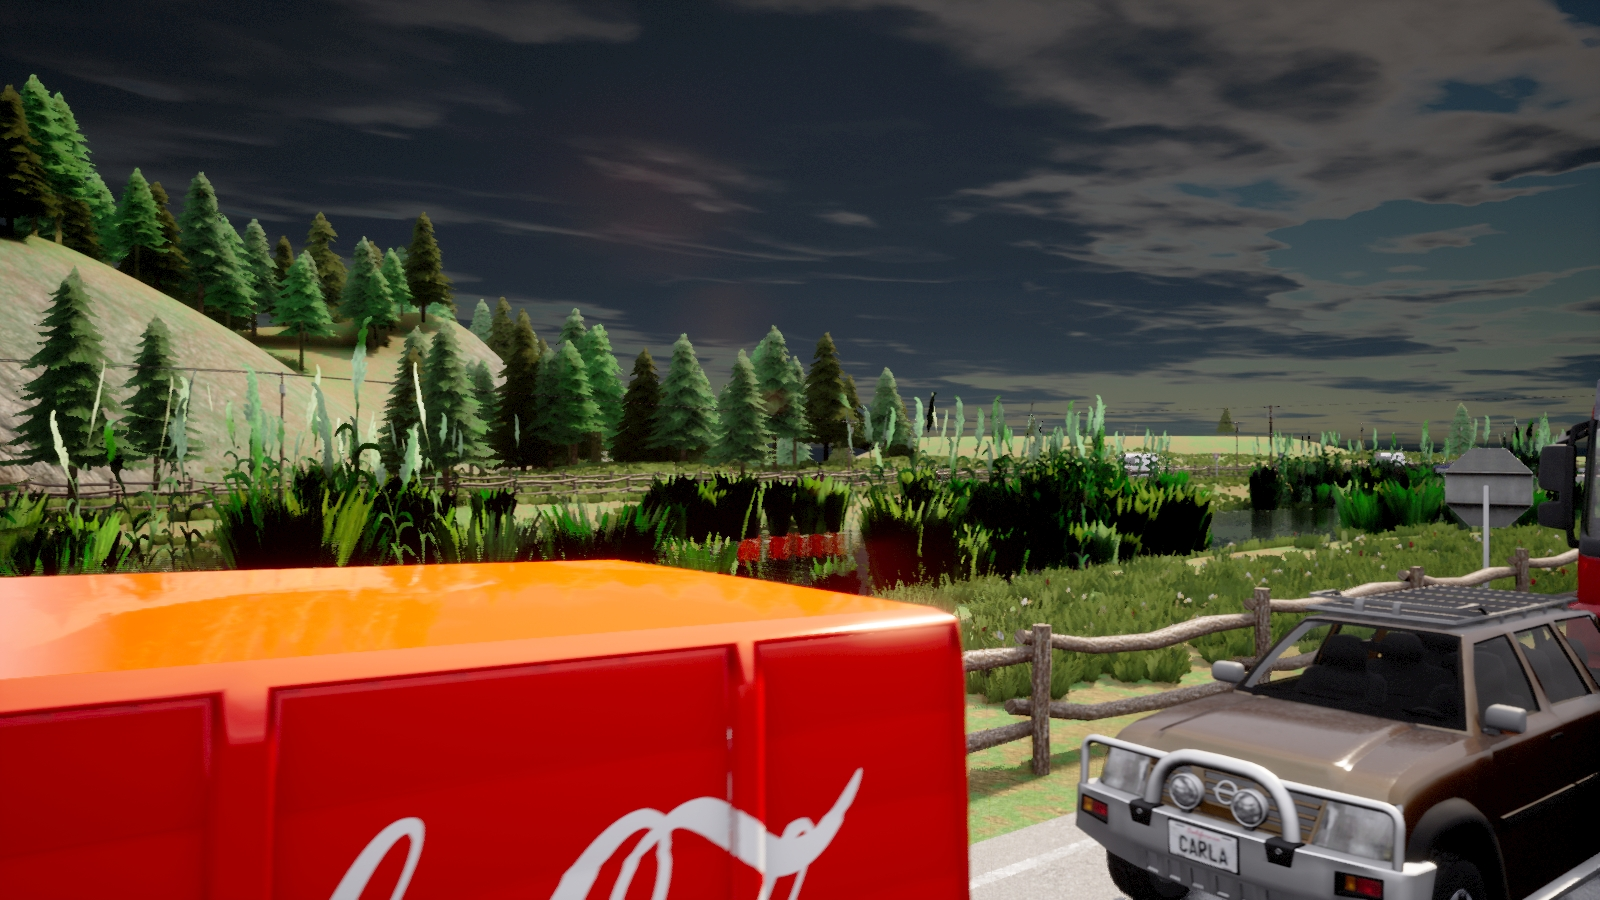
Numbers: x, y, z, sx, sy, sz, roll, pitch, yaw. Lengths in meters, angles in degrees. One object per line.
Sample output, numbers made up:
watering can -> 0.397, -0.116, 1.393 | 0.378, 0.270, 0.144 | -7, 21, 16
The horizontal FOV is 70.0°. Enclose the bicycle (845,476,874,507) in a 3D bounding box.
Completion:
bicycle -> 2.942, 2.029, 56.102 | 1.643, 1.496, 0.373 | 0, 0, -42

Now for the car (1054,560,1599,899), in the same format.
car -> 3.892, 1.834, 7.369 | 4.605, 1.855, 1.932 | 1, 0, -39

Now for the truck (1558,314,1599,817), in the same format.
truck -> 9.802, 0.862, 11.014 | 2.891, 3.827, 8.468 | 0, 1, 42

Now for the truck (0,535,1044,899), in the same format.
truck -> -2.220, 1.553, 2.483 | 5.204, 2.467, 2.627 | 2, -1, -38
